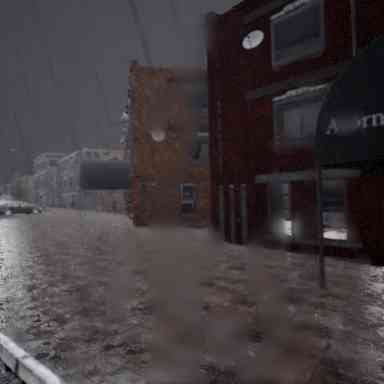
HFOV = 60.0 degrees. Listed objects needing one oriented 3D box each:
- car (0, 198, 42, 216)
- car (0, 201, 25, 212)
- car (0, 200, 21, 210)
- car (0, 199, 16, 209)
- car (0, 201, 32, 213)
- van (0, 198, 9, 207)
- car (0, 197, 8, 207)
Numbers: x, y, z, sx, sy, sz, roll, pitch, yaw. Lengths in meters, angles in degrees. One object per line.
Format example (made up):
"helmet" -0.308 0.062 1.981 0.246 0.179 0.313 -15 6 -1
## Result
"car" -18.419 1.733 35.195 2.231 1.521 4.892 -1 -1 36
"car" -26.590 1.999 47.370 2.002 1.452 4.674 -1 -1 36
"car" -29.879 2.079 52.214 2.163 1.488 4.792 -1 -1 36
"car" -33.113 2.016 57.136 2.185 1.767 4.553 -1 -1 36
"car" -23.318 1.908 42.499 2.002 1.452 4.674 -1 -1 36
"van" -39.612 2.113 66.952 1.878 1.987 4.442 -1 -2 36
"car" -44.568 2.246 74.185 2.435 2.045 5.566 -1 -2 36
